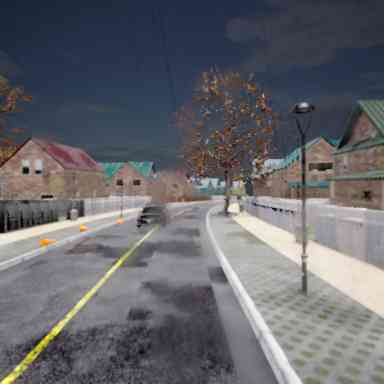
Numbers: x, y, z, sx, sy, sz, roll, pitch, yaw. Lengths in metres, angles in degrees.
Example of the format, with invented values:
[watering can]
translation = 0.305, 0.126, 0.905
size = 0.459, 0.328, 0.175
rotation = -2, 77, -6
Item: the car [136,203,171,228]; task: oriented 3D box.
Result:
[car]
translation = -2.501, 1.537, 22.399
size = 1.837, 1.490, 4.892
rotation = 0, 0, 2
